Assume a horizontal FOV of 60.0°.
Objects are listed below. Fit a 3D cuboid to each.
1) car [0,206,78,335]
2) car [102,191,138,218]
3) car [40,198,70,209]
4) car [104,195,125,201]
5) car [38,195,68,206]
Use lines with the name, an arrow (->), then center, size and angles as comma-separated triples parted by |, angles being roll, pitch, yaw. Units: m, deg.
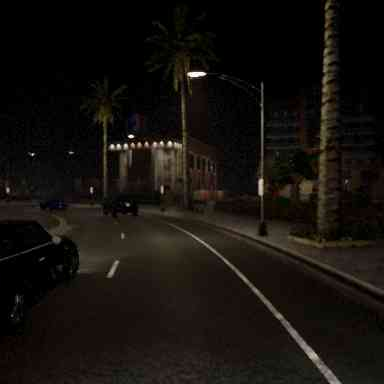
car -> -3.893, 1.346, 6.816 | 2.097, 1.767, 4.553 | 0, 0, -4
car -> -6.654, 1.206, 30.607 | 2.150, 2.045, 5.566 | 0, 0, -27
car -> -18.583, 1.530, 45.082 | 4.181, 1.385, 1.994 | 0, 0, 40
car -> -18.681, 1.377, 80.183 | 4.674, 1.452, 2.002 | 0, 0, 18
car -> -15.798, 1.449, 37.699 | 1.882, 1.535, 5.008 | 0, 0, -41
